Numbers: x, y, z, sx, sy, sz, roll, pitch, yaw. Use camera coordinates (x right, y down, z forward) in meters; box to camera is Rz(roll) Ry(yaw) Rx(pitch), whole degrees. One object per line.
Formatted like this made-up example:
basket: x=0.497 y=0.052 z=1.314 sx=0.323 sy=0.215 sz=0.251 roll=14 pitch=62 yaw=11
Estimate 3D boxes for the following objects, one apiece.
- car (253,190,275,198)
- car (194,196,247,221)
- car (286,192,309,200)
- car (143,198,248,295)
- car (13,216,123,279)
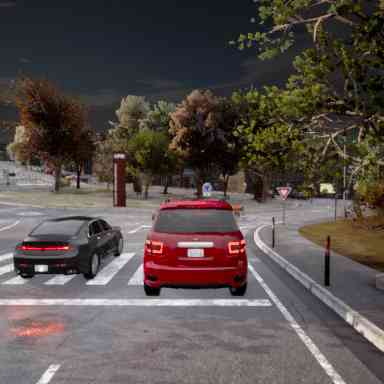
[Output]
car: x=14.113 y=0.316 z=65.480 sx=2.097 sy=1.767 sz=4.553 roll=-1 pitch=3 yaw=-28
car: x=2.481 y=1.266 z=27.673 sx=2.097 sy=1.767 sz=4.553 roll=3 pitch=2 yaw=40
car: x=19.428 y=0.629 z=62.107 sx=2.033 sy=1.411 sz=5.357 roll=-1 pitch=2 yaw=-21
car: x=0.067 y=1.197 z=8.792 sx=2.150 sy=2.045 sz=5.566 roll=0 pitch=0 yaw=0
car: x=-3.387 y=1.474 z=9.974 sx=1.837 sy=1.490 sz=4.892 roll=0 pitch=0 yaw=1
